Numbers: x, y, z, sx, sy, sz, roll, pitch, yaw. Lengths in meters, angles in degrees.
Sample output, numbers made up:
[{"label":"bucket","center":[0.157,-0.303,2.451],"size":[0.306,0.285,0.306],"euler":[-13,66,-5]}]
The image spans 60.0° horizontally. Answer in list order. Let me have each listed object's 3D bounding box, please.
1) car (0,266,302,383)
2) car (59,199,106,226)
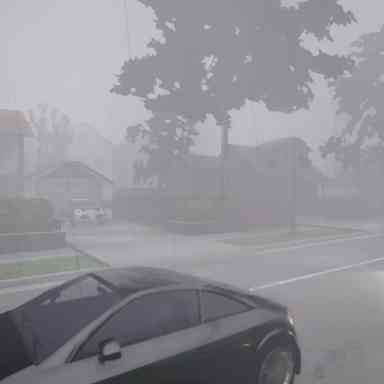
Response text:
[{"label":"car","center":[-0.791,1.564,3.427],"size":[4.181,1.385,1.994],"euler":[0,0,-35]},{"label":"car","center":[-6.583,1.167,19.905],"size":[1.970,1.475,3.806],"euler":[0,0,-35]}]
